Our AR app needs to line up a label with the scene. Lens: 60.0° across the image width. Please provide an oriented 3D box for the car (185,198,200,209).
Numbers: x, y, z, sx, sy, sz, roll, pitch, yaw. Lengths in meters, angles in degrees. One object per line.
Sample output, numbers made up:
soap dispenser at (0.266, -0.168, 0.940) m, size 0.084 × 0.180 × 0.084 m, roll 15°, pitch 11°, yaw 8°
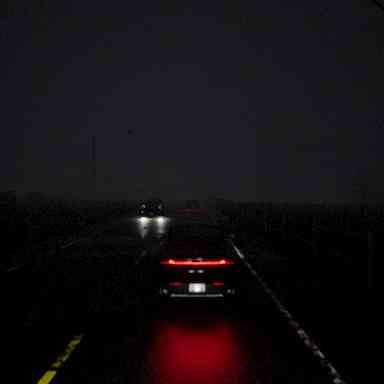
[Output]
car at (0.066, 1.517, 45.378) m, size 2.128 × 1.511 × 4.902 m, roll 0°, pitch 0°, yaw 0°

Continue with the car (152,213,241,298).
car at (0.094, 1.509, 8.512) m, size 1.837 × 1.490 × 4.892 m, roll 0°, pitch 0°, yaw 0°

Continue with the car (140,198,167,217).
car at (-3.619, 1.369, 31.837) m, size 2.097 × 1.767 × 4.553 m, roll 0°, pitch 0°, yaw 0°
